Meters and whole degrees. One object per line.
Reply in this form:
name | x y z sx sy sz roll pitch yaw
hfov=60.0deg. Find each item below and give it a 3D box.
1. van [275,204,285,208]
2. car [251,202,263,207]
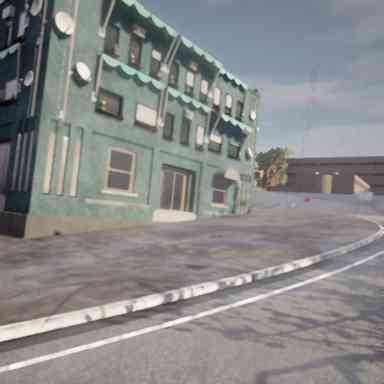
van | 16.615 3.292 62.471 1.878 1.987 4.442 3 -6 15
car | 8.103 1.868 47.953 4.181 1.385 1.994 0 -6 35
